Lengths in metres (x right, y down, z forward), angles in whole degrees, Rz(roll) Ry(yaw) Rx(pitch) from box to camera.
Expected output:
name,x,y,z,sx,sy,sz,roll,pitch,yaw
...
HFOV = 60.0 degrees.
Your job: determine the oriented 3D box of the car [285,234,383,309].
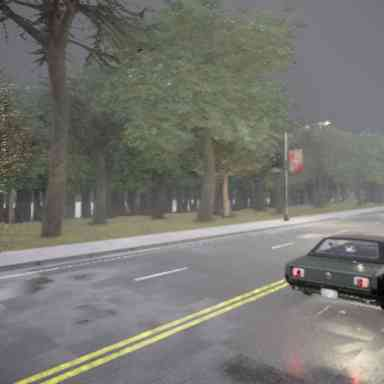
name,x,y,z,sx,sy,sz,roll,pitch,yaw
car,4.191,1.676,8.044,1.895,1.301,4.718,-2,-1,44
